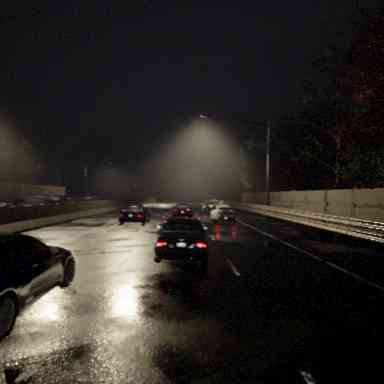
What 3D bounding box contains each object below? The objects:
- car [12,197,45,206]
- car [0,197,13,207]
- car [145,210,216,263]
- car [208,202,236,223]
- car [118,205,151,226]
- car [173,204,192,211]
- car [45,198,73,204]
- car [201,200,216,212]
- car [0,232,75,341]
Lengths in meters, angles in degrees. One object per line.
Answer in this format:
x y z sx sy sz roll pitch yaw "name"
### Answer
-18.796 1.432 39.781 2.033 1.411 5.357 2 -1 -1 "car"
-22.330 1.333 41.402 1.812 1.442 4.674 2 -1 -1 "car"
-0.387 1.659 12.527 2.033 1.411 5.357 2 -1 -2 "car"
2.673 1.878 29.010 1.812 1.442 4.674 2 -1 -1 "car"
-4.212 1.675 24.960 2.033 1.411 5.357 2 -1 -1 "car"
-0.919 1.858 32.847 1.994 1.385 4.181 2 -1 -1 "car"
-15.290 1.503 39.639 1.812 1.442 4.674 2 -1 -1 "car"
2.279 1.832 42.524 2.097 1.767 4.553 2 -1 -1 "car"
-3.719 1.487 6.265 1.812 1.442 4.674 2 -1 -2 "car"
